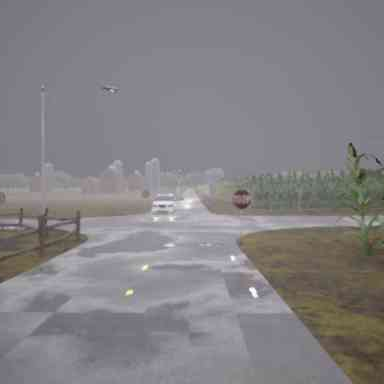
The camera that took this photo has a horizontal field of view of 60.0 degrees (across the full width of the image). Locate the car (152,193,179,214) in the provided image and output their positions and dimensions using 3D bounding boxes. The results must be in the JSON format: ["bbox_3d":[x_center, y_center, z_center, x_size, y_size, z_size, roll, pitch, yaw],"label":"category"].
[{"bbox_3d":[-2.756,1.214,33.719,2.150,2.045,5.566,0,2,0],"label":"car"}]

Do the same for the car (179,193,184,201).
[{"bbox_3d":[-2.768,1.052,71.813,2.097,1.767,4.553,0,0,0],"label":"car"}]
